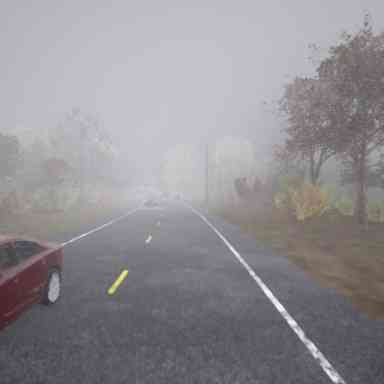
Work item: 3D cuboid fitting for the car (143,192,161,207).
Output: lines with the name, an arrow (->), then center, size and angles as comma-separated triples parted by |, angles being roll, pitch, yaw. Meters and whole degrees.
car -> -5.927, 1.219, 48.434 | 2.097, 1.767, 4.553 | 0, 0, -5

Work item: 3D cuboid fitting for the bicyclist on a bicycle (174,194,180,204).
bicyclist on a bicycle -> -2.420, 1.268, 58.820 | 0.582, 1.620, 1.656 | 0, 0, -7

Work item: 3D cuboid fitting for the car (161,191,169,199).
car -> -7.086, 0.749, 85.726 | 2.150, 2.045, 5.566 | 0, 0, -10

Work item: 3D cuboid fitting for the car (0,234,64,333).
car -> -3.665, 1.473, 5.182 | 1.882, 1.535, 5.008 | 0, 0, -1
